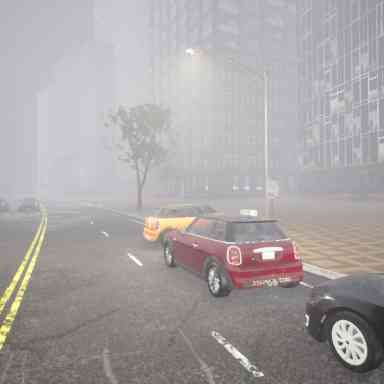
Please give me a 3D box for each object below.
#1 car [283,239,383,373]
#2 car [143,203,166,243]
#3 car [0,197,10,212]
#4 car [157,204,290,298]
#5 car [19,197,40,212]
[{"bbox_3d":[3.572,1.505,3.507,1.837,1.490,4.892,0,0,-36],"label":"car"},{"bbox_3d":[0.225,1.279,14.553,4.553,1.767,2.097,-3,1,-23],"label":"car"},{"bbox_3d":[-22.167,1.390,37.960,2.097,1.767,4.553,0,0,-25],"label":"car"},{"bbox_3d":[0.788,1.355,8.946,2.097,1.767,4.553,0,0,-23],"label":"car"},{"bbox_3d":[-19.210,1.393,39.309,2.097,1.767,4.553,0,0,-25],"label":"car"}]
